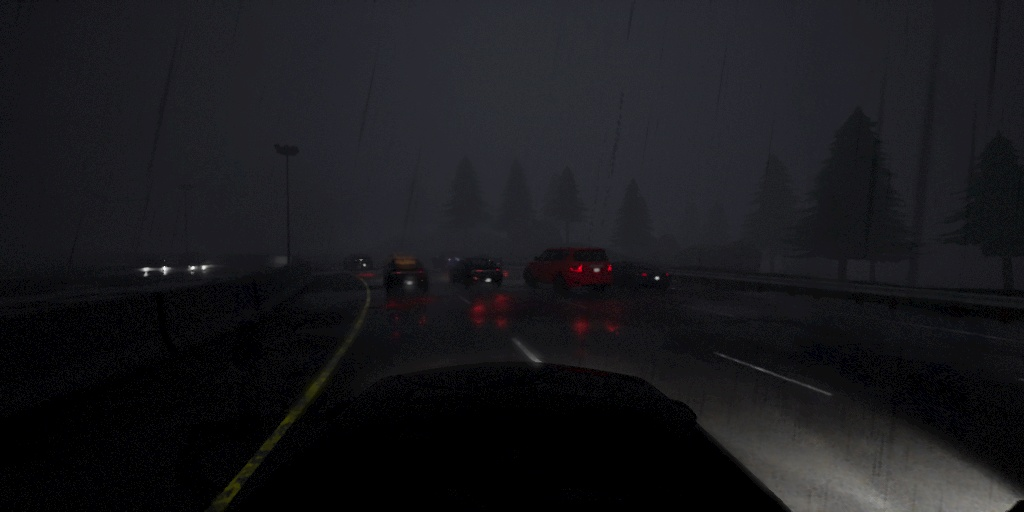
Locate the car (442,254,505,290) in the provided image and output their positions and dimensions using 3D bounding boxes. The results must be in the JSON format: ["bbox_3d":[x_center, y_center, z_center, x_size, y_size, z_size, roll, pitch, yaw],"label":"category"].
[{"bbox_3d":[-1.987,0.834,18.706,2.128,1.511,4.902,-1,1,-22],"label":"car"}]

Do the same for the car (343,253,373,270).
[{"bbox_3d":[-14.454,0.501,33.600,1.837,1.490,4.892,-1,1,-36],"label":"car"}]

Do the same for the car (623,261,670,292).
[{"bbox_3d":[5.789,0.918,17.933,1.994,1.385,4.181,-1,1,-20],"label":"car"}]

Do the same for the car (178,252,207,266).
[{"bbox_3d":[-37.665,0.311,42.271,4.902,1.511,2.128,1,2,36],"label":"car"}]

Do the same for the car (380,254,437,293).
[{"bbox_3d":[-5.262,0.867,17.472,2.128,1.511,4.902,-1,1,-22],"label":"car"}]

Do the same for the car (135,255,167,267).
[{"bbox_3d":[-39.724,0.548,39.447,4.718,1.301,1.895,1,2,36],"label":"car"}]

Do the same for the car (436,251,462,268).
[{"bbox_3d":[-5.877,0.346,33.390,2.097,1.767,4.553,-1,2,-32],"label":"car"}]

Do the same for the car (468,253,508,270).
[{"bbox_3d":[-2.424,0.488,34.539,1.812,1.442,4.674,-1,2,-32],"label":"car"}]

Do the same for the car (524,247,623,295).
[{"bbox_3d":[2.474,0.600,17.025,2.150,2.045,5.566,0,1,-21],"label":"car"}]
